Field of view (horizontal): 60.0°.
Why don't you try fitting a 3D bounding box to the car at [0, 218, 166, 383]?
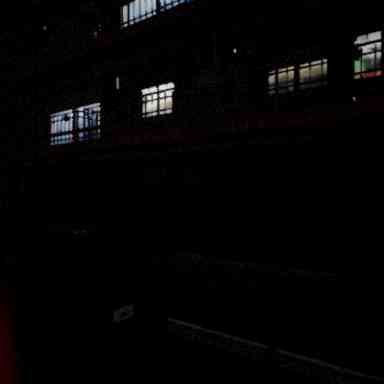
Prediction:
[{"bbox_3d":[-2.634,1.304,4.757,5.009,1.841,2.192,0,0,35],"label":"car"}]
